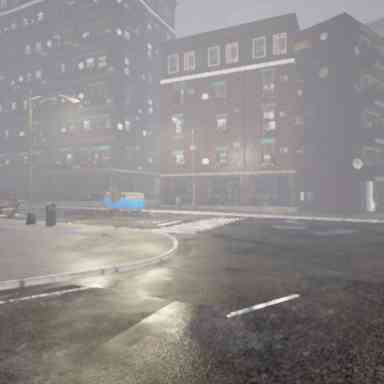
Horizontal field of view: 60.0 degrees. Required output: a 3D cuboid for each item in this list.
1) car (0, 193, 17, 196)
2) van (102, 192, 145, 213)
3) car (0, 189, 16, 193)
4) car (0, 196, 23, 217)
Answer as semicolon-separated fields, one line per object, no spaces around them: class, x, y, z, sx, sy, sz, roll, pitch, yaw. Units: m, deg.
car;-16.798;1.012;27.988;5.357;1.411;2.033;1;1;25
van;-6.054;0.896;29.412;3.998;1.788;1.690;1;0;25
car;-21.386;0.617;36.509;5.009;1.841;2.192;1;0;25
car;-14.782;1.118;24.215;4.206;1.307;1.802;1;0;25
